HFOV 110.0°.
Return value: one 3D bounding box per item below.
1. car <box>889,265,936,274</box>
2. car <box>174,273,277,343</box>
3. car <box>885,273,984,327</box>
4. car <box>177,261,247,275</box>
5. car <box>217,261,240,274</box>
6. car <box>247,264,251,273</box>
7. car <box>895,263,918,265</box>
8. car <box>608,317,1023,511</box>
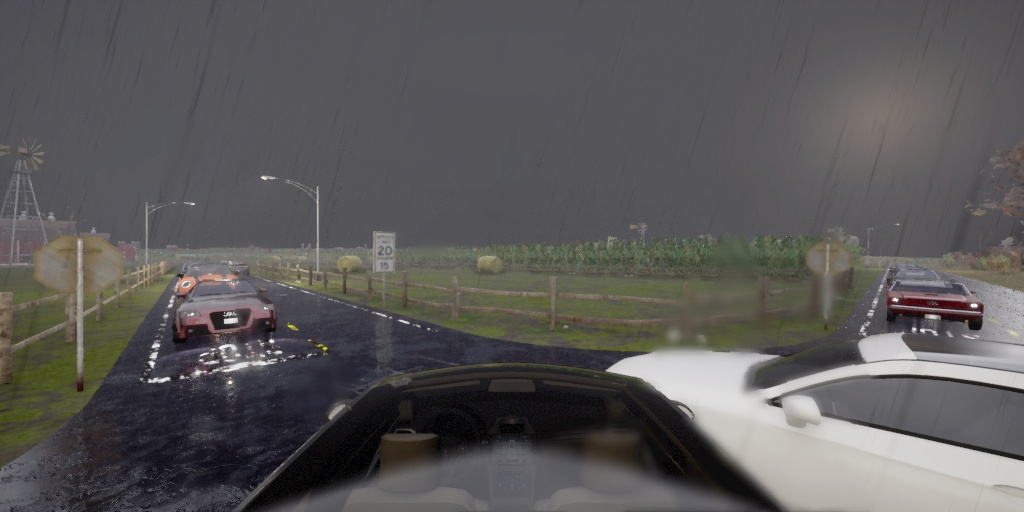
[{"bbox_3d":[20.465,1.370,18.214,5.357,1.411,2.033,0,1,-43],"label":"car"},{"bbox_3d":[-8.010,1.357,9.966,1.994,1.385,4.181,0,0,-43],"label":"car"},{"bbox_3d":[13.436,1.402,11.599,4.718,1.301,1.895,0,1,-43],"label":"car"},{"bbox_3d":[-13.834,1.144,16.406,2.097,1.767,4.553,0,0,-42],"label":"car"},{"bbox_3d":[-34.017,1.315,42.945,1.837,1.490,4.892,0,0,-42],"label":"car"},{"bbox_3d":[-27.241,1.292,35.537,2.128,1.511,4.902,0,0,-42],"label":"car"},{"bbox_3d":[27.174,1.411,24.519,4.181,1.385,1.994,0,1,-43],"label":"car"},{"bbox_3d":[2.825,1.294,2.458,1.812,1.442,4.674,0,1,-44],"label":"car"}]
